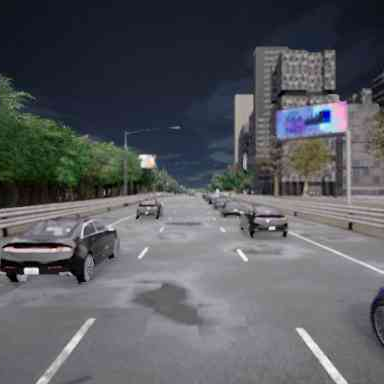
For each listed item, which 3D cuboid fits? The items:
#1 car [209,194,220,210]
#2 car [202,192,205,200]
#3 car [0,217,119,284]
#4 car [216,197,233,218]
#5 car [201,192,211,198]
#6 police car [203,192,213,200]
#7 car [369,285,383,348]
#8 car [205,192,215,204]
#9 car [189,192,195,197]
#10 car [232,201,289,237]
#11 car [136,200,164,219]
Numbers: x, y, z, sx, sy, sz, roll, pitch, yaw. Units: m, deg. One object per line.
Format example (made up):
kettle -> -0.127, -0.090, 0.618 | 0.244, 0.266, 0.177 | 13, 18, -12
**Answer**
car -> 3.501, 1.314, 39.784 | 2.033, 1.411, 5.357 | 0, 1, 0
car -> 3.501, 0.868, 61.752 | 2.097, 1.767, 4.553 | 0, 1, 0
car -> -3.399, 1.450, 9.468 | 2.128, 1.511, 4.902 | 0, 0, 0
car -> 3.500, 1.426, 28.788 | 1.994, 1.385, 4.181 | 0, 0, 0
car -> 3.513, 0.820, 83.810 | 2.163, 1.488, 4.792 | 0, 0, 0
police car -> 3.502, 0.818, 72.889 | 1.930, 1.638, 5.238 | 0, 1, 0
car -> 3.600, 1.514, 3.110 | 1.812, 1.442, 4.674 | 0, 0, 0
car -> 3.500, 1.145, 50.814 | 2.163, 1.488, 4.792 | 0, 1, 0
car -> 0.022, 0.697, 93.657 | 1.812, 1.442, 4.674 | 0, 0, 0
car -> 3.599, 1.413, 17.373 | 2.128, 1.511, 4.902 | 0, 0, 0
car -> -3.401, 1.363, 27.494 | 2.128, 1.511, 4.902 | 0, 0, 0
